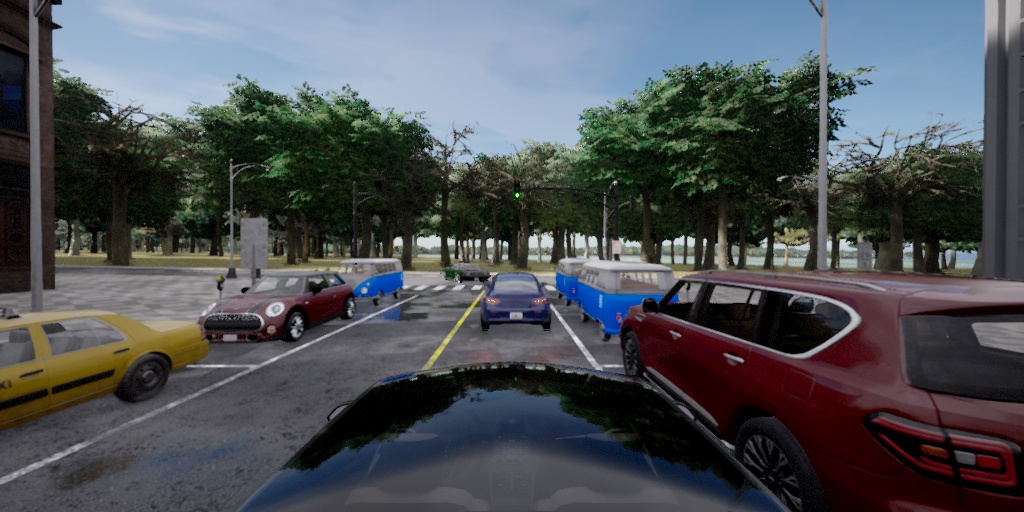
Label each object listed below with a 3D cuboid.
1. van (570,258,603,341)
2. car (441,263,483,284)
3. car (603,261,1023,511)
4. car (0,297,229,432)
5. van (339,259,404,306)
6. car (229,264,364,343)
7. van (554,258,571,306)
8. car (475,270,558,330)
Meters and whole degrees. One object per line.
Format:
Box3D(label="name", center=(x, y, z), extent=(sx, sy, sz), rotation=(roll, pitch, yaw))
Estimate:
Box3D(label="van", center=(2.762, 1.034, 9.326), extent=(1.690, 1.789, 3.998), rotation=(0, 0, 0))
Box3D(label="car", center=(-3.352, 1.152, 24.738), extent=(1.895, 1.301, 4.718), rotation=(0, 1, -29))
Box3D(label="car", center=(2.763, 1.048, 3.889), extent=(2.192, 1.841, 5.009), rotation=(0, 0, 0))
Box3D(label="car", center=(-5.763, 1.259, 3.718), extent=(1.751, 1.417, 4.829), rotation=(0, 0, 0))
Box3D(label="van", center=(-5.765, 0.994, 14.763), extent=(1.690, 1.789, 3.998), rotation=(0, 0, 0))
Box3D(label="car", center=(-5.764, 1.133, 9.325), extent=(1.967, 1.591, 4.097), rotation=(0, 0, 0))
Box3D(label="van", center=(2.761, 0.994, 14.764), extent=(1.690, 1.789, 3.998), rotation=(0, 0, 0))
Box3D(label="car", center=(0.101, 1.209, 10.699), extent=(1.812, 1.442, 4.674), rotation=(0, 1, 0))
